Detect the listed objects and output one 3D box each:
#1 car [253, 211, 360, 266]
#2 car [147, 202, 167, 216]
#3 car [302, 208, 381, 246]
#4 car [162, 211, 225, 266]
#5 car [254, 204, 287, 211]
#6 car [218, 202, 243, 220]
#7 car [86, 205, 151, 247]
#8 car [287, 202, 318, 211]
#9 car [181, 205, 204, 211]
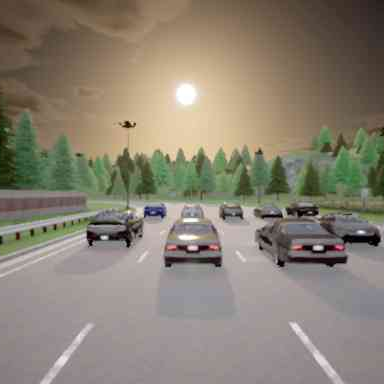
[{"bbox_3d":[3.547,1.623,11.792,2.033,1.411,5.357,0,0,1],"label":"car"},{"bbox_3d":[-3.515,1.680,32.057,1.882,1.535,5.008,0,0,-1],"label":"car"},{"bbox_3d":[7.075,1.665,15.893,1.994,1.385,4.181,0,0,0],"label":"car"},{"bbox_3d":[0.047,1.622,11.792,2.033,1.411,5.357,0,0,1],"label":"car"},{"bbox_3d":[7.003,1.760,31.042,1.994,1.385,4.181,0,0,-1],"label":"car"},{"bbox_3d":[3.512,1.685,30.529,2.128,1.511,4.902,0,0,0],"label":"car"},{"bbox_3d":[-3.427,1.590,15.514,2.128,1.511,4.902,0,0,0],"label":"car"},{"bbox_3d":[10.477,1.680,32.056,1.882,1.535,5.008,0,0,-1],"label":"car"},{"bbox_3d":[0.037,1.717,26.792,2.033,1.411,5.357,0,0,0],"label":"car"}]
